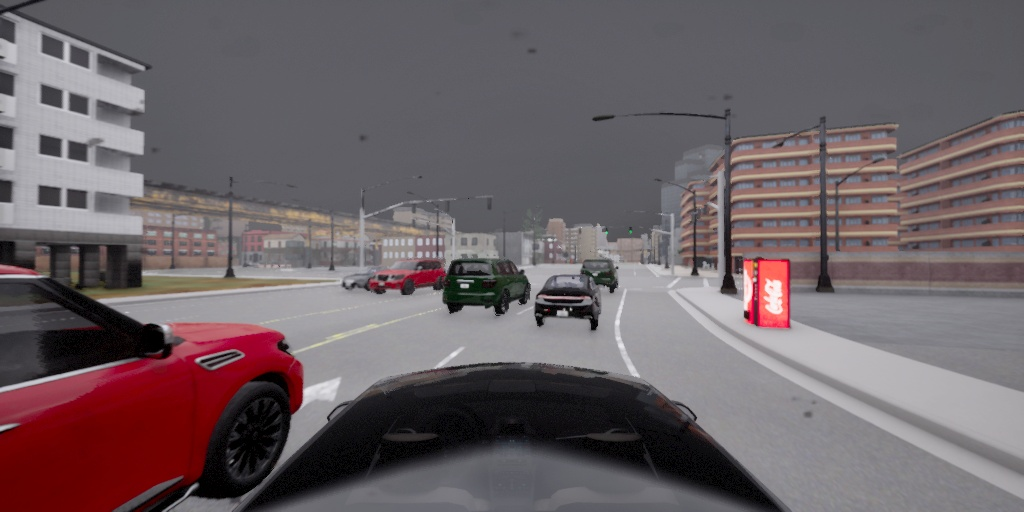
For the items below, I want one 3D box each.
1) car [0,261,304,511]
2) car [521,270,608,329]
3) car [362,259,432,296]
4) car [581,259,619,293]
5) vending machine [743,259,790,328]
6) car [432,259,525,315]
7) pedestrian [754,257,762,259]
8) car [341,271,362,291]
[{"bbox_3d":[-3.276,0.958,1.380,2.150,2.045,5.566,0,-1,1],"label":"car"},{"bbox_3d":[2.011,1.372,12.022,2.128,1.511,4.902,0,-1,15],"label":"car"},{"bbox_3d":[-6.097,1.205,21.874,2.150,2.045,5.566,0,-1,19],"label":"car"},{"bbox_3d":[5.846,1.254,23.927,2.150,2.045,5.566,0,-1,19],"label":"car"},{"bbox_3d":[7.332,1.070,10.348,1.100,2.100,0.880,0,0,17],"label":"vending machine"},{"bbox_3d":[-0.844,1.130,14.713,2.150,2.045,5.566,0,0,16],"label":"car"},{"bbox_3d":[7.540,0.929,10.992,0.375,1.860,0.375,0,-1,19],"label":"pedestrian"},{"bbox_3d":[-9.078,1.490,23.949,2.128,1.511,4.902,0,-1,19],"label":"car"}]
